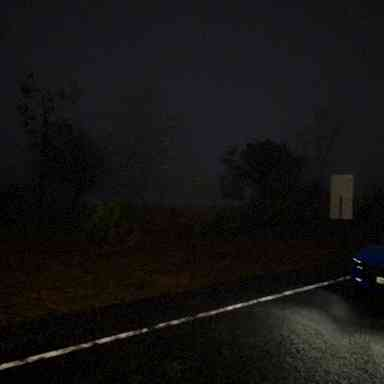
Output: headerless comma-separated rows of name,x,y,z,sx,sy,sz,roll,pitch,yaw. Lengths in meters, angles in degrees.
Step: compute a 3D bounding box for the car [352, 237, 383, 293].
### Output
car,5.922,1.568,8.213,5.008,1.535,1.882,1,-1,-35
